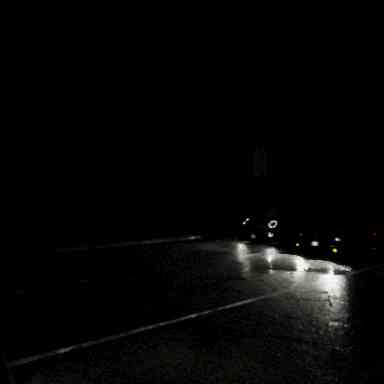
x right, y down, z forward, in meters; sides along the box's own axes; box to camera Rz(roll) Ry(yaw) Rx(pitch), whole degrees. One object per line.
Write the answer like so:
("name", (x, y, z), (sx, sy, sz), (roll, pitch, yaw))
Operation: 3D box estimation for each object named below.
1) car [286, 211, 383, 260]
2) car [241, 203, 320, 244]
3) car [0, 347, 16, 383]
("car", (5.810, 1.579, 12.549), (4.181, 1.385, 1.994), (0, 0, -36))
("car", (4.491, 1.370, 15.920), (4.553, 1.767, 2.097), (0, 0, -36))
("car", (-3.250, 1.351, 1.453), (4.553, 1.767, 2.097), (0, 0, -35))
